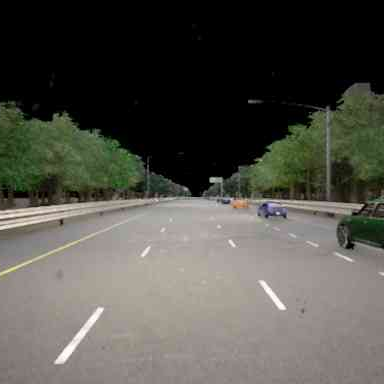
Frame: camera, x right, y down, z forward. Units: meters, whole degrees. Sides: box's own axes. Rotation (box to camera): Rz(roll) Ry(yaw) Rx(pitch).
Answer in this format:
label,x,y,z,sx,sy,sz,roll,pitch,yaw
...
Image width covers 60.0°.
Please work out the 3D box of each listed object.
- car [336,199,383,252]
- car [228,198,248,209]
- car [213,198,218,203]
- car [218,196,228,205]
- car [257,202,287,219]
label,x,y,z,sx,sy,sz,roll,pitch,yaw
car,7.004,1.230,11.305,2.150,2.045,5.566,0,0,0
car,7.126,1.614,50.391,2.097,1.767,4.553,0,-1,0
car,7.409,2.276,88.928,1.837,1.490,4.892,0,-1,1
car,7.264,2.022,71.943,1.882,1.535,5.008,0,-1,0
car,7.040,1.604,29.479,1.812,1.442,4.674,0,0,0
